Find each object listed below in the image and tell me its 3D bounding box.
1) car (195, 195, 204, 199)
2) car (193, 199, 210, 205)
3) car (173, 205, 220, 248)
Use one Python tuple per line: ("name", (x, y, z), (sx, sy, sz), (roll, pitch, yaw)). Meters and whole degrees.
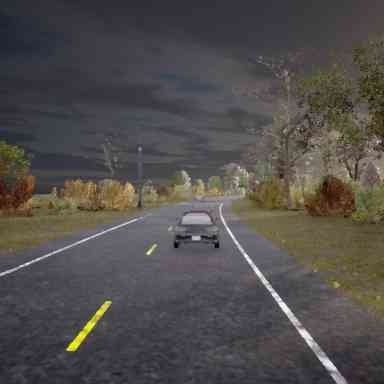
("car", (1.614, 1.462, 71.068), (1.812, 1.442, 4.674), (0, 0, 8))
("car", (0.896, 1.607, 29.511), (1.895, 1.301, 4.718), (0, 0, 3))
("car", (0.223, 1.532, 14.549), (1.812, 1.442, 4.674), (0, 0, 2))
